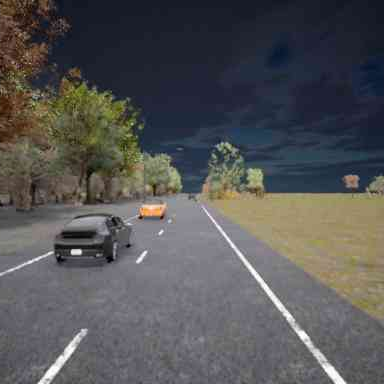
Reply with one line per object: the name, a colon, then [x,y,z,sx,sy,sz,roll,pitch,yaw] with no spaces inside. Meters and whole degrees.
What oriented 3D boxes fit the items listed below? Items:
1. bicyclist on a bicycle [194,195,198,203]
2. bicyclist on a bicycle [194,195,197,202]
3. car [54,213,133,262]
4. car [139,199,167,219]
bicyclist on a bicycle: [0.928,1.617,71.883,0.866,1.612,1.509,0,0,0]
bicyclist on a bicycle: [0.928,1.574,80.881,0.659,1.776,1.843,0,0,0]
car: [-3.407,1.535,12.230,1.837,1.490,4.892,0,0,0]
car: [-3.413,1.427,30.082,2.097,1.767,4.553,0,0,0]
